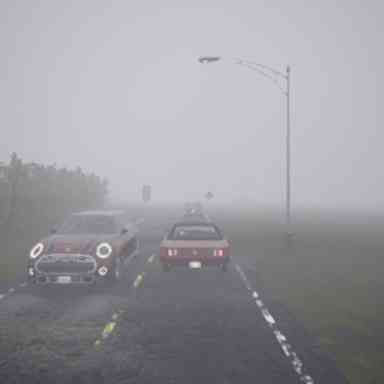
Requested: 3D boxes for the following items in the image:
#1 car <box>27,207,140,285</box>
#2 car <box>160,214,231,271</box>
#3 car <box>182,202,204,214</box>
[{"bbox_3d":[-2.849,1.369,9.673,2.097,1.767,4.553,0,0,0],"label":"car"},{"bbox_3d":[0.093,1.620,10.951,1.895,1.301,4.718,0,0,0],"label":"car"},{"bbox_3d":[0.100,1.595,28.808,2.033,1.411,5.357,0,0,0],"label":"car"}]
